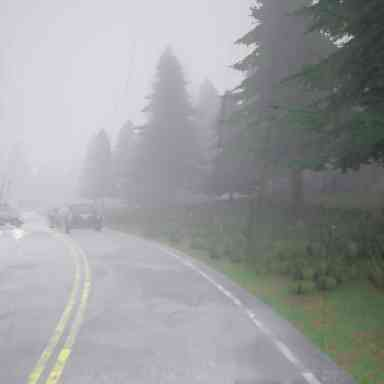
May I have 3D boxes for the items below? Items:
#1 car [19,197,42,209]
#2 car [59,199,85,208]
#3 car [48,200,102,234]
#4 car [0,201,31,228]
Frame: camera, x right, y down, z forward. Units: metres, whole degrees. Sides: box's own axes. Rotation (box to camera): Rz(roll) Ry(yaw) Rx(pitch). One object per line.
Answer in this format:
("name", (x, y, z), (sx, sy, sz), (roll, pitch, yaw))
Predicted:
("car", (-20.925, 1.421, 43.121), (1.882, 1.535, 5.008), (-1, 0, -11))
("car", (-22.064, 2.195, 61.334), (1.812, 1.442, 4.674), (-3, -5, 22))
("car", (-7.183, 1.427, 20.162), (2.097, 1.767, 4.553), (2, -1, -37))
("car", (-12.493, 1.495, 21.570), (2.033, 1.411, 5.357), (3, -1, -41))
